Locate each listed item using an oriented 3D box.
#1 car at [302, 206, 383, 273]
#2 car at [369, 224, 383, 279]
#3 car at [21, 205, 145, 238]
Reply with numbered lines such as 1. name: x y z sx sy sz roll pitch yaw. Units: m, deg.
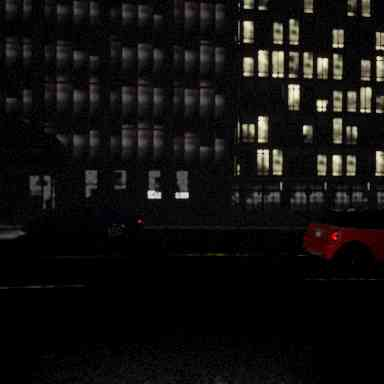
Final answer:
1. car: 5.786 1.306 9.949 4.553 1.767 2.097 2 0 -6
2. car: 6.228 1.546 6.718 4.181 1.385 1.994 2 0 -6
3. car: -4.878 1.305 15.515 5.357 1.411 2.033 1 1 -6
